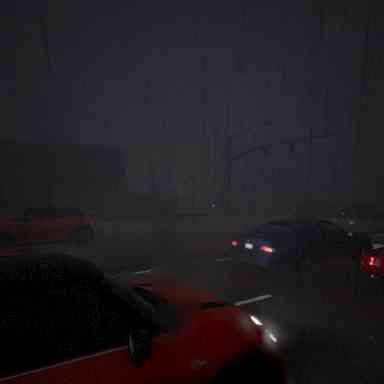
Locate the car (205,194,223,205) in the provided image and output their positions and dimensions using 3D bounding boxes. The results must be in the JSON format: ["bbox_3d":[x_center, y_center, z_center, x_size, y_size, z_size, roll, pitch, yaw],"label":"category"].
[{"bbox_3d":[2.396,1.556,57.772,2.033,1.411,5.357,0,0,-36],"label":"car"}]

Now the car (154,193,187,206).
[{"bbox_3d":[-3.638,1.228,54.160,2.150,2.045,5.566,0,0,-35],"label":"car"}]

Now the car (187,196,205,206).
[{"bbox_3d":[-0.605,1.555,55.944,2.033,1.411,5.357,0,0,-36],"label":"car"}]

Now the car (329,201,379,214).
[{"bbox_3d":[13.836,1.570,27.962,4.181,1.385,1.994,0,0,-35],"label":"car"}]

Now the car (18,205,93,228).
[{"bbox_3d":[-6.392,1.352,13.555,4.553,1.767,2.097,0,0,-35],"label":"car"}]

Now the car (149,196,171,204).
[{"bbox_3d":[-6.189,1.512,63.685,1.837,1.490,4.892,0,0,-36],"label":"car"}]

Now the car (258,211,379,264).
[{"bbox_3d":[3.638,1.550,10.681,5.357,1.411,2.033,0,0,-35],"label":"car"}]

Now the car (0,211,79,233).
[{"bbox_3d":[-4.342,1.352,4.950,4.553,1.767,2.097,0,0,-35],"label":"car"}]

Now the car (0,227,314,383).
[{"bbox_3d":[-1.279,1.352,2.834,4.553,1.767,2.097,0,0,-35],"label":"car"}]

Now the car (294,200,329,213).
[{"bbox_3d":[11.436,1.511,30.549,4.892,1.490,1.837,0,0,-35],"label":"car"}]

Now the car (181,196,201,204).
[{"bbox_3d":[-0.224,1.573,67.416,1.994,1.385,4.181,0,0,-37],"label":"car"}]

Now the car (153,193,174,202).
[{"bbox_3d":[-6.500,1.234,76.101,2.150,2.045,5.566,0,0,-36],"label":"car"}]

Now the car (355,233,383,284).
[{"bbox_3d":[6.318,1.603,8.285,4.718,1.301,1.895,0,0,-35],"label":"car"}]

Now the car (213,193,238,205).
[{"bbox_3d":[5.652,1.231,59.260,2.150,2.045,5.566,0,0,-36],"label":"car"}]

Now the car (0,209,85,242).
[{"bbox_3d":[-8.013,1.601,16.700,4.718,1.301,1.895,0,0,-35],"label":"car"}]
